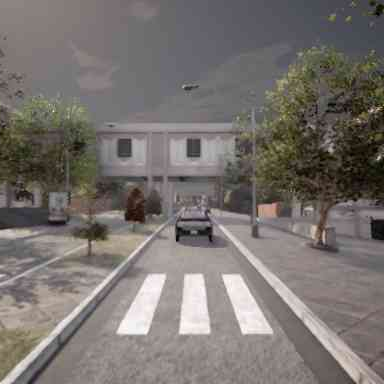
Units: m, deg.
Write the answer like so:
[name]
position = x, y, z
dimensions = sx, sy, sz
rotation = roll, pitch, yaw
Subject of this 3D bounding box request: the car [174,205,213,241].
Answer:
[car]
position = 0.098, 1.661, 17.649
dimensions = 2.128, 1.511, 4.902
rotation = 0, -1, 0
